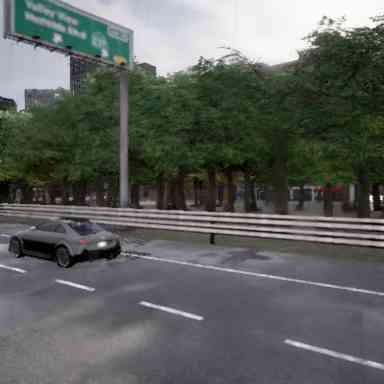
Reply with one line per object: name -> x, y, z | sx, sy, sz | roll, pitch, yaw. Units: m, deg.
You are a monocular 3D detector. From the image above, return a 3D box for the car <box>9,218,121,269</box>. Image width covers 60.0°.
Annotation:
car -> -4.371, 1.567, 11.286 | 4.181, 1.385, 1.994 | 0, 0, 36
